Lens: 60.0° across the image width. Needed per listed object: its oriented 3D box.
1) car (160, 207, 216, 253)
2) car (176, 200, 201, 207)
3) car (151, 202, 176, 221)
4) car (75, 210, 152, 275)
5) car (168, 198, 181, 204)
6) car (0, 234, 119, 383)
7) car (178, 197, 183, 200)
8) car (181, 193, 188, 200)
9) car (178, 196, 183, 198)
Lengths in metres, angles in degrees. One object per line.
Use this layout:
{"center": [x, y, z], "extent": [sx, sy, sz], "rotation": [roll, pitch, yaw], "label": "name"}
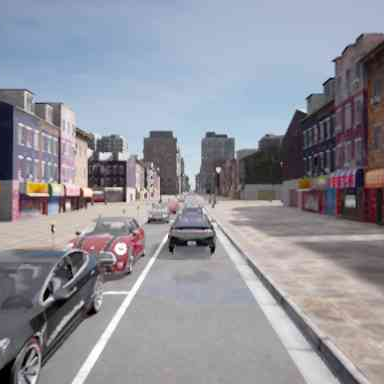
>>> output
{"center": [0.010, 1.631, 14.288], "extent": [2.128, 1.511, 4.902], "rotation": [0, 0, 0], "label": "car"}
{"center": [0.019, 1.723, 29.292], "extent": [2.128, 1.511, 4.902], "rotation": [0, 0, 0], "label": "car"}
{"center": [-2.617, 1.774, 27.242], "extent": [2.008, 1.369, 4.403], "rotation": [1, 0, 0], "label": "car"}
{"center": [-2.628, 1.546, 10.630], "extent": [1.967, 1.590, 4.097], "rotation": [0, -1, 0], "label": "car"}
{"center": [-2.608, 1.794, 38.314], "extent": [1.887, 1.381, 4.507], "rotation": [1, 0, 0], "label": "car"}
{"center": [-2.632, 1.617, 5.095], "extent": [1.947, 1.339, 4.313], "rotation": [0, -1, 0], "label": "car"}
{"center": [-2.604, 1.791, 43.850], "extent": [1.887, 1.381, 4.507], "rotation": [1, 0, 0], "label": "car"}
{"center": [-2.583, 1.649, 76.486], "extent": [2.008, 1.369, 4.403], "rotation": [1, 0, 0], "label": "car"}
{"center": [-2.599, 1.758, 49.215], "extent": [1.752, 1.417, 4.829], "rotation": [1, 0, 0], "label": "car"}
